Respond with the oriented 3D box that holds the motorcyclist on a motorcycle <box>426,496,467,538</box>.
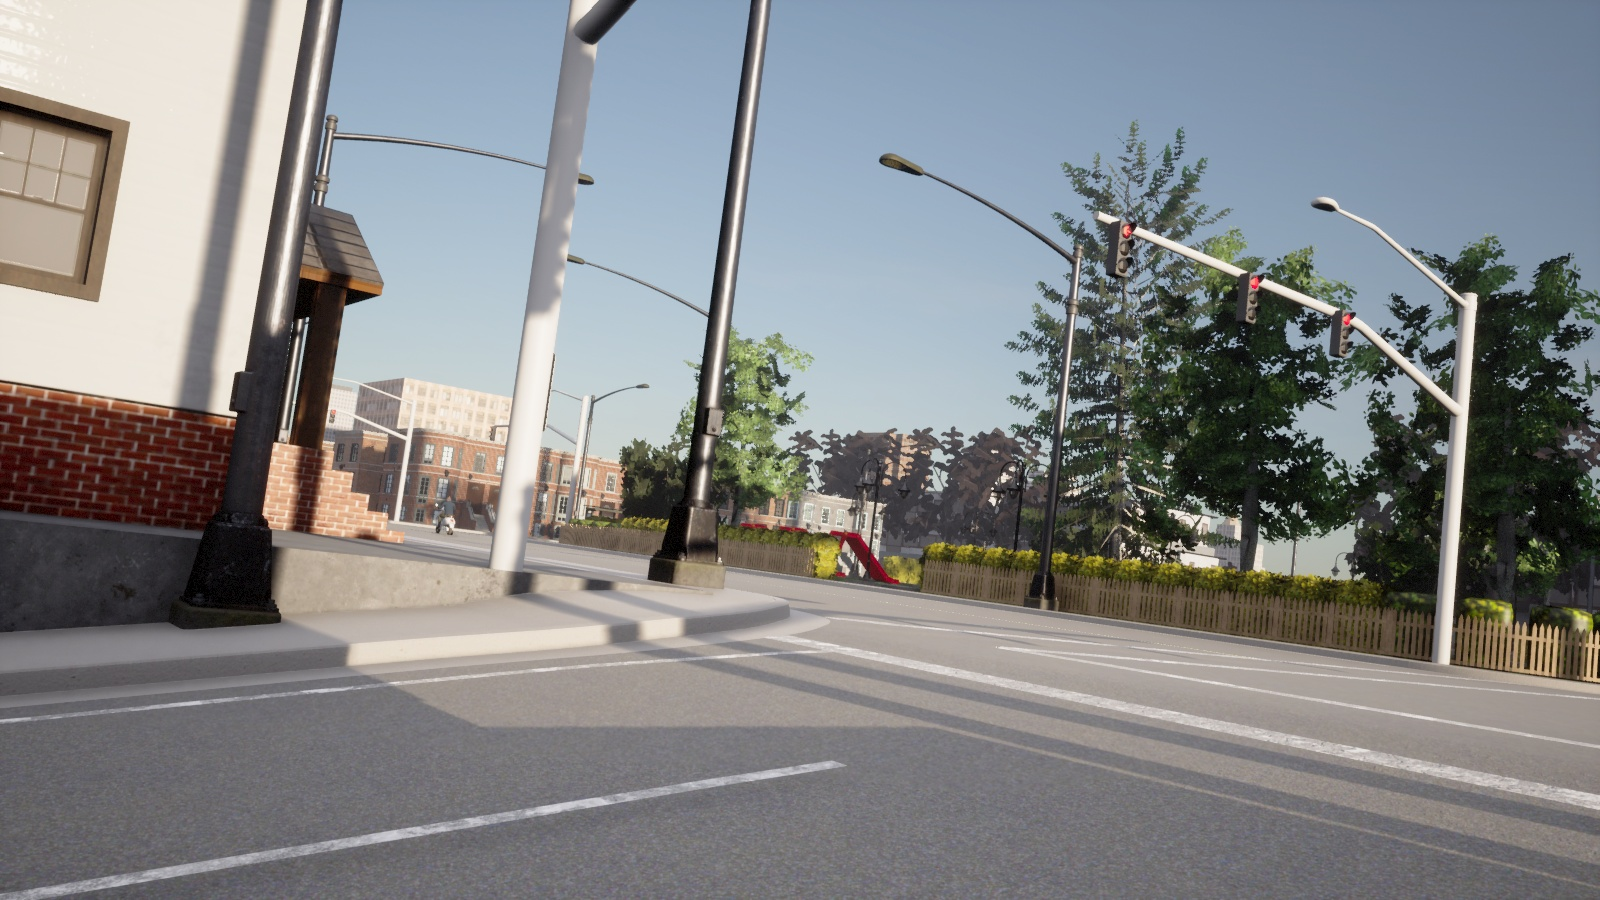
[{"bbox_3d":[-14.752,2.788,52.389,0.866,1.590,1.817,10,-6,-35],"label":"motorcyclist on a motorcycle"}]
